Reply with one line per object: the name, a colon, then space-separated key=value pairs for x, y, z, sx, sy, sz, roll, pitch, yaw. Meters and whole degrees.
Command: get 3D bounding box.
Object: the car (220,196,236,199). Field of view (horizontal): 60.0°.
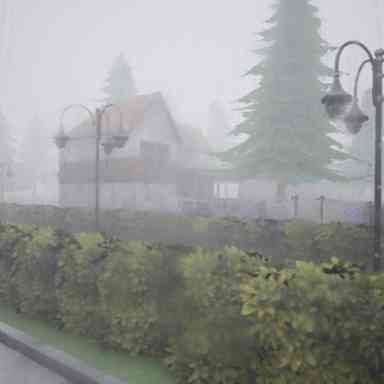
car: x=6.828 y=1.446 z=61.717 sx=4.181 sy=1.385 sz=1.994 roll=0 pitch=0 yaw=-41
